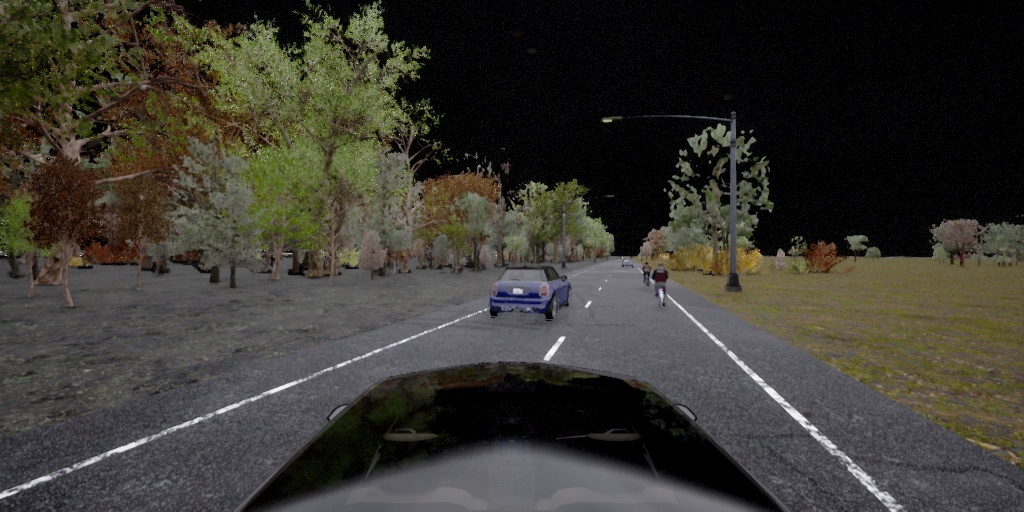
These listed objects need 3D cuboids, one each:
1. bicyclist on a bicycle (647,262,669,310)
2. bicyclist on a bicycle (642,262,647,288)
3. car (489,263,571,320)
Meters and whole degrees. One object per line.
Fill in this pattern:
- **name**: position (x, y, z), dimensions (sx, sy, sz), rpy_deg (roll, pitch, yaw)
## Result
- **bicyclist on a bicycle**: position (5.634, 1.120, 13.656), dimensions (0.659, 1.776, 1.843), rpy_deg (0, 0, 17)
- **bicyclist on a bicycle**: position (8.280, 1.201, 22.038), dimensions (0.582, 1.620, 1.656), rpy_deg (0, 0, 18)
- **car**: position (0.831, 1.100, 12.947), dimensions (2.097, 1.767, 4.553), rpy_deg (0, 0, 18)
